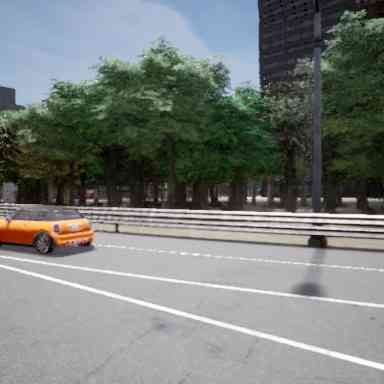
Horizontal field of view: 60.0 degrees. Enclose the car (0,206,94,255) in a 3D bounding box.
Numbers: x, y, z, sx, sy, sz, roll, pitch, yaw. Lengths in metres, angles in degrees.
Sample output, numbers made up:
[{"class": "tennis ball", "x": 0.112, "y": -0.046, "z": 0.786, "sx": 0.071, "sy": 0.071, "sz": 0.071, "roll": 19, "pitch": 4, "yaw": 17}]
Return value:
[{"class": "car", "x": -6.228, "y": 1.362, "z": 13.503, "sx": 4.553, "sy": 1.767, "sz": 2.097, "roll": 0, "pitch": 0, "yaw": 29}]
